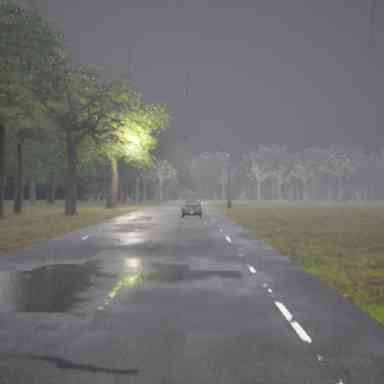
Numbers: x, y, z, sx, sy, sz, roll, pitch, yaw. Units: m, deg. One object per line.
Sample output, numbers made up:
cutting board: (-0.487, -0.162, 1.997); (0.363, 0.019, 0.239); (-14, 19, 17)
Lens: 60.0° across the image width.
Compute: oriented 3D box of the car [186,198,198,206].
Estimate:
car: (-0.041, 1.846, 61.415); (2.033, 1.411, 5.357); (0, -1, 0)

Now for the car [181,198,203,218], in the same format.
car: (-0.015, 1.568, 30.463); (2.128, 1.511, 4.902); (0, 0, 0)
